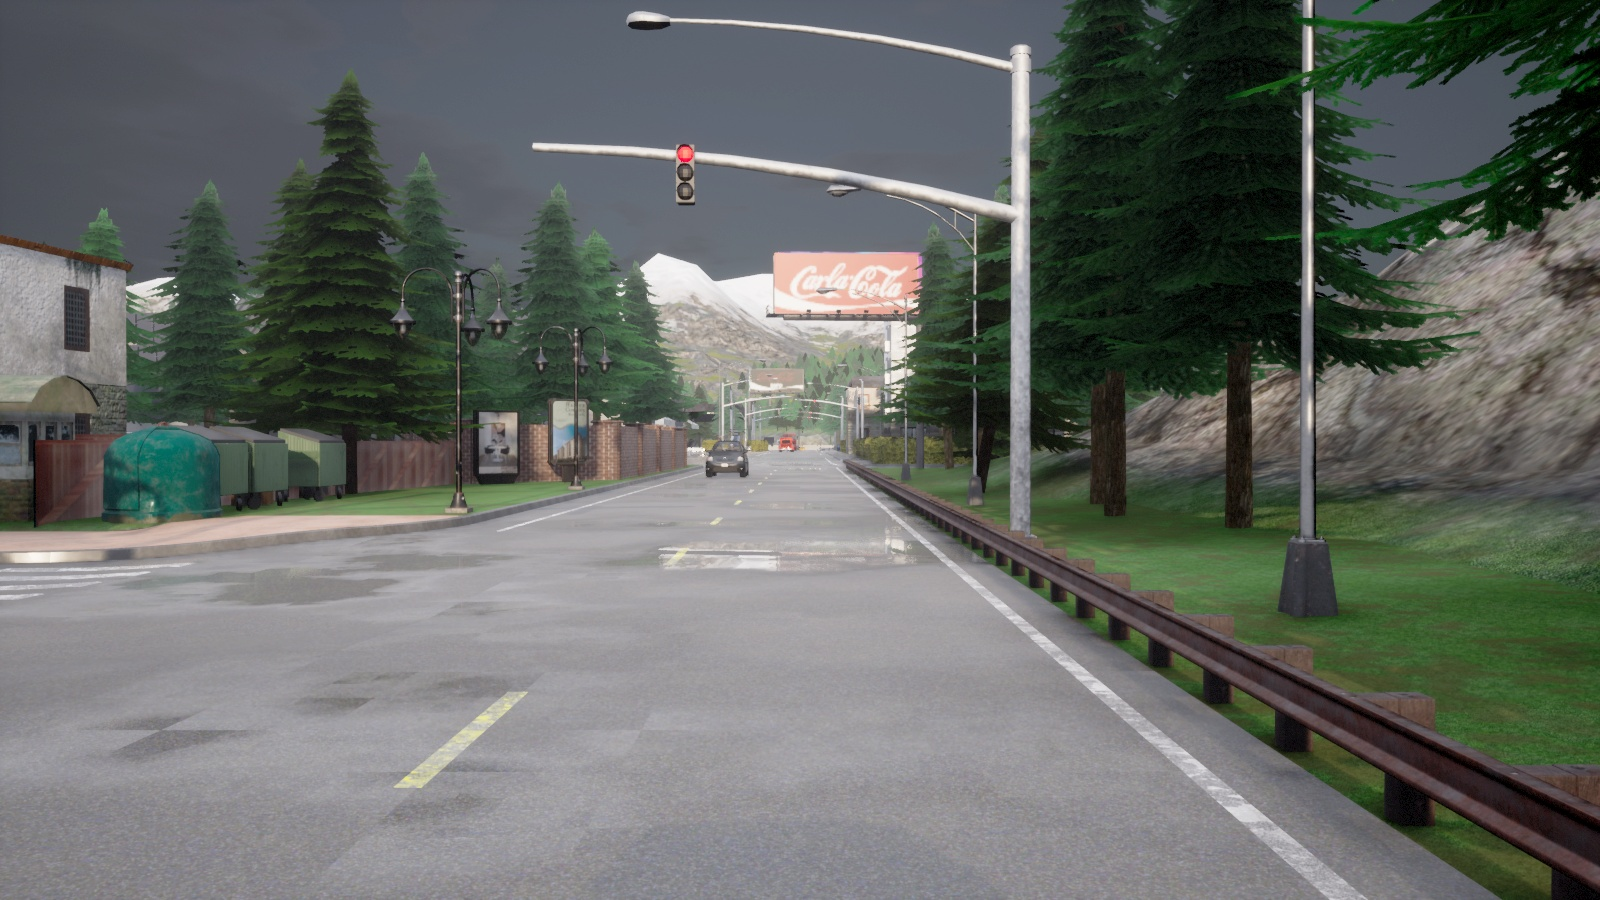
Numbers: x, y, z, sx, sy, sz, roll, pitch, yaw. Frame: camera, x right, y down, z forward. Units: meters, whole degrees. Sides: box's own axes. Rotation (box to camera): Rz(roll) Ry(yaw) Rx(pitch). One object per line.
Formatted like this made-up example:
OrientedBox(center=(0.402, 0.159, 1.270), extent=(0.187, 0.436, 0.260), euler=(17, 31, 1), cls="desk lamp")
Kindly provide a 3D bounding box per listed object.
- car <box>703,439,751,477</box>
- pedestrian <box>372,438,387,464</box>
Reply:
OrientedBox(center=(-3.169, 0.332, 54.900), extent=(1.851, 1.617, 3.988), euler=(0, 0, 0), cls="car")
OrientedBox(center=(-30.124, 0.051, 90.009), extent=(0.849, 1.883, 0.563), euler=(0, 0, 0), cls="pedestrian")
